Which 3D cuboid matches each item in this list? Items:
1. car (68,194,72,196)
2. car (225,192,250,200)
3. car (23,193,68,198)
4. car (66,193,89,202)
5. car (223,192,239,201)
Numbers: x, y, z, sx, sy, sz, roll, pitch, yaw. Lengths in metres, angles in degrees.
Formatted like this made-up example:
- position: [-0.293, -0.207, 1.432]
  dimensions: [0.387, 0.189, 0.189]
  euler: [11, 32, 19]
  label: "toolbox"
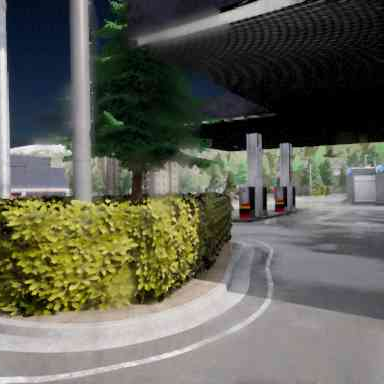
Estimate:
- position: [-24.271, 1.124, 63.885]
  dimensions: [3.866, 1.878, 1.905]
  euler: [-1, 1, 35]
  label: "car"
- position: [9.177, 0.812, 66.517]
  dimensions: [4.514, 1.523, 2.007]
  euler: [-1, 1, 35]
  label: "car"
- position: [-14.795, 1.183, 33.599]
  dimensions: [3.866, 1.878, 1.905]
  euler: [-1, 1, 35]
  label: "car"
- position: [-22.926, 1.103, 66.494]
  dimensions: [4.605, 1.855, 1.932]
  euler: [-1, 1, 35]
  label: "car"
- position: [7.405, 0.850, 63.928]
  dimensions: [5.027, 1.636, 2.152]
  euler: [-1, 1, 35]
  label: "car"
